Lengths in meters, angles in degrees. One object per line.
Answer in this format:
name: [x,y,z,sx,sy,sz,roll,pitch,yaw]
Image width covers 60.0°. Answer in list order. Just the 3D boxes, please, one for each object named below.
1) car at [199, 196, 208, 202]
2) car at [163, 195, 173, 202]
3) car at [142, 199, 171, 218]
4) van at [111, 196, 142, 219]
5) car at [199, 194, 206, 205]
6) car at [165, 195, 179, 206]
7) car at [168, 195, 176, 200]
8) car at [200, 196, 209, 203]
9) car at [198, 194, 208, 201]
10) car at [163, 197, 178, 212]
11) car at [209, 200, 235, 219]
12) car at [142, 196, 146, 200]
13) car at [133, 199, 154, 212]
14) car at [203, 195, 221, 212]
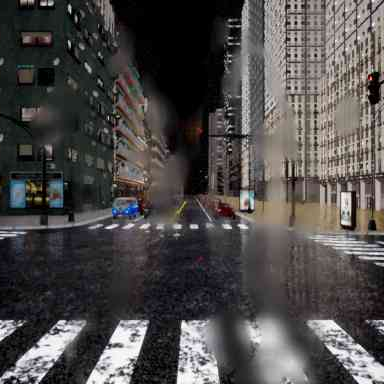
car: [2.715,1.637,78.182,1.802,1.307,4.206,0,0,0]
car: [-5.664,1.495,78.184,1.967,1.590,4.097,0,0,0]
car: [-3.112,1.575,29.622,1.994,1.385,4.181,0,0,-2]
van: [-5.675,1.352,28.436,1.690,1.788,3.998,0,0,0]
car: [2.711,1.470,56.071,1.967,1.590,4.097,0,0,0]
car: [-3.073,1.627,52.232,1.895,1.301,4.718,0,0,0]
car: [-5.662,1.643,94.767,1.947,1.339,4.313,0,0,0]
car: [2.714,1.593,72.654,1.887,1.381,4.507,0,0,0]
car: [2.718,1.377,83.710,2.192,1.841,5.009,0,0,0]
car: [-3.091,1.618,39.739,1.895,1.301,4.718,0,0,0]
car: [2.704,1.593,28.433,1.802,1.307,4.206,0,0,0]
car: [-5.674,1.329,33.964,2.192,1.841,5.009,0,0,0]
car: [-5.674,1.562,39.492,1.887,1.381,4.507,0,0,0]
car: [2.708,1.457,39.489,1.967,1.590,4.097,0,0,0]
